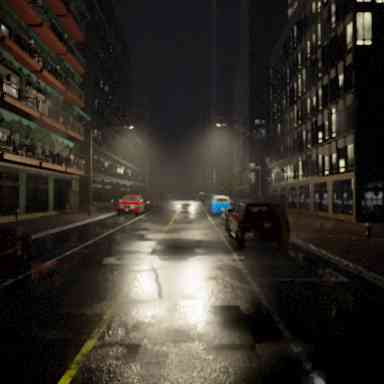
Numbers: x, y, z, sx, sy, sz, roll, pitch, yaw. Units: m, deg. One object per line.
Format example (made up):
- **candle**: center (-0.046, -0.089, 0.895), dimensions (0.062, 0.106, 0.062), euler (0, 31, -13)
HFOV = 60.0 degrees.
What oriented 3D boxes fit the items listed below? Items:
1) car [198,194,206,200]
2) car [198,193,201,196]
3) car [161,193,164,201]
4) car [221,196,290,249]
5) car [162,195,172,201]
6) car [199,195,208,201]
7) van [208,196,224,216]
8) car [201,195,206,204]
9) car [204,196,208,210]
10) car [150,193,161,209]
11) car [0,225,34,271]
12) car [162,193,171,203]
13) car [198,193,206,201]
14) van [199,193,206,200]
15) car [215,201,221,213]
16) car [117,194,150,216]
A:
- **car**: center (2.624, 1.309, 88.373), dimensions (1.947, 1.339, 4.313), euler (1, 0, 0)
- **car**: center (2.636, 1.386, 65.582), dimensions (1.947, 1.339, 4.313), euler (1, 0, 0)
- **car**: center (-5.699, 1.314, 48.607), dimensions (1.967, 1.590, 4.097), euler (1, 0, 0)
- **car**: center (2.702, 1.282, 14.301), dimensions (2.192, 1.841, 5.009), euler (1, 0, 0)
- **car**: center (-5.717, 1.347, 77.098), dimensions (1.947, 1.339, 4.313), euler (1, 0, 0)
- **car**: center (2.630, 1.327, 76.977), dimensions (1.887, 1.381, 4.507), euler (1, 0, 0)
- **van**: center (2.702, 1.264, 31.395), dimensions (1.690, 1.788, 3.998), euler (1, 0, 0)
- **car**: center (2.645, 1.456, 48.488), dimensions (1.802, 1.307, 4.206), euler (1, 0, 0)
- **car**: center (2.661, 1.474, 37.092), dimensions (1.947, 1.339, 4.313), euler (1, 0, 0)
- **car**: center (-5.693, 1.206, 42.907), dimensions (2.192, 1.841, 5.009), euler (1, 0, 0)
- **car**: center (-5.681, 1.562, 8.715), dimensions (1.802, 1.307, 4.206), euler (1, 0, 0)
- **car**: center (-5.706, 1.135, 65.701), dimensions (2.192, 1.841, 5.009), euler (1, 0, 0)
- **car**: center (2.639, 1.405, 59.884), dimensions (1.947, 1.339, 4.313), euler (1, 0, 0)
- **van**: center (2.631, 1.104, 82.674), dimensions (1.690, 1.788, 3.998), euler (1, 0, 0)
- **car**: center (2.694, 1.503, 19.999), dimensions (2.008, 1.369, 4.403), euler (1, 0, 0)
- **car**: center (-5.688, 1.238, 31.511), dimensions (2.192, 1.841, 5.009), euler (1, 0, 0)
